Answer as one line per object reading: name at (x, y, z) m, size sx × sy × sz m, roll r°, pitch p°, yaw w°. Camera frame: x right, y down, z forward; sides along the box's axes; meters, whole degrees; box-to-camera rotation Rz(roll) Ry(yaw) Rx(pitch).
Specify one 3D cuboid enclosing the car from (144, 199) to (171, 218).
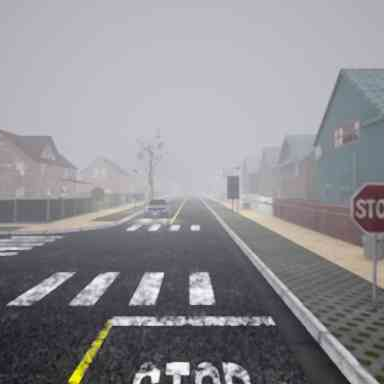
car at (-2.746, 1.297, 27.070) m, size 1.812 × 1.442 × 4.674 m, roll 0°, pitch 2°, yaw 0°
